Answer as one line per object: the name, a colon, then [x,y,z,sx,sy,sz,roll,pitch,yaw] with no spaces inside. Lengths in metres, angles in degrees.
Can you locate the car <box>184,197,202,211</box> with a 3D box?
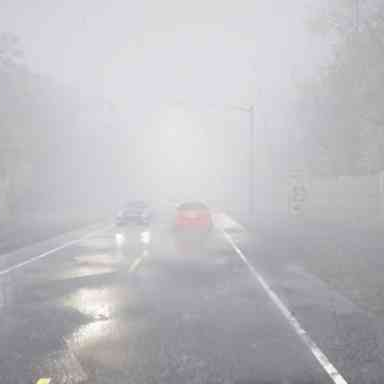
car: [0.094,1.401,41.189,2.128,1.511,4.902,0,0,0]

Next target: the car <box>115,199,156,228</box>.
car: [-3.600,1.312,21.958,2.097,1.767,4.553,0,0,0]

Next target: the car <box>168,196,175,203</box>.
car: [-3.517,1.433,63.069,1.895,1.301,4.718,0,0,0]

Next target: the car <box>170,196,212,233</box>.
car: [0.057,1.311,19.559,2.097,1.767,4.553,0,0,0]
